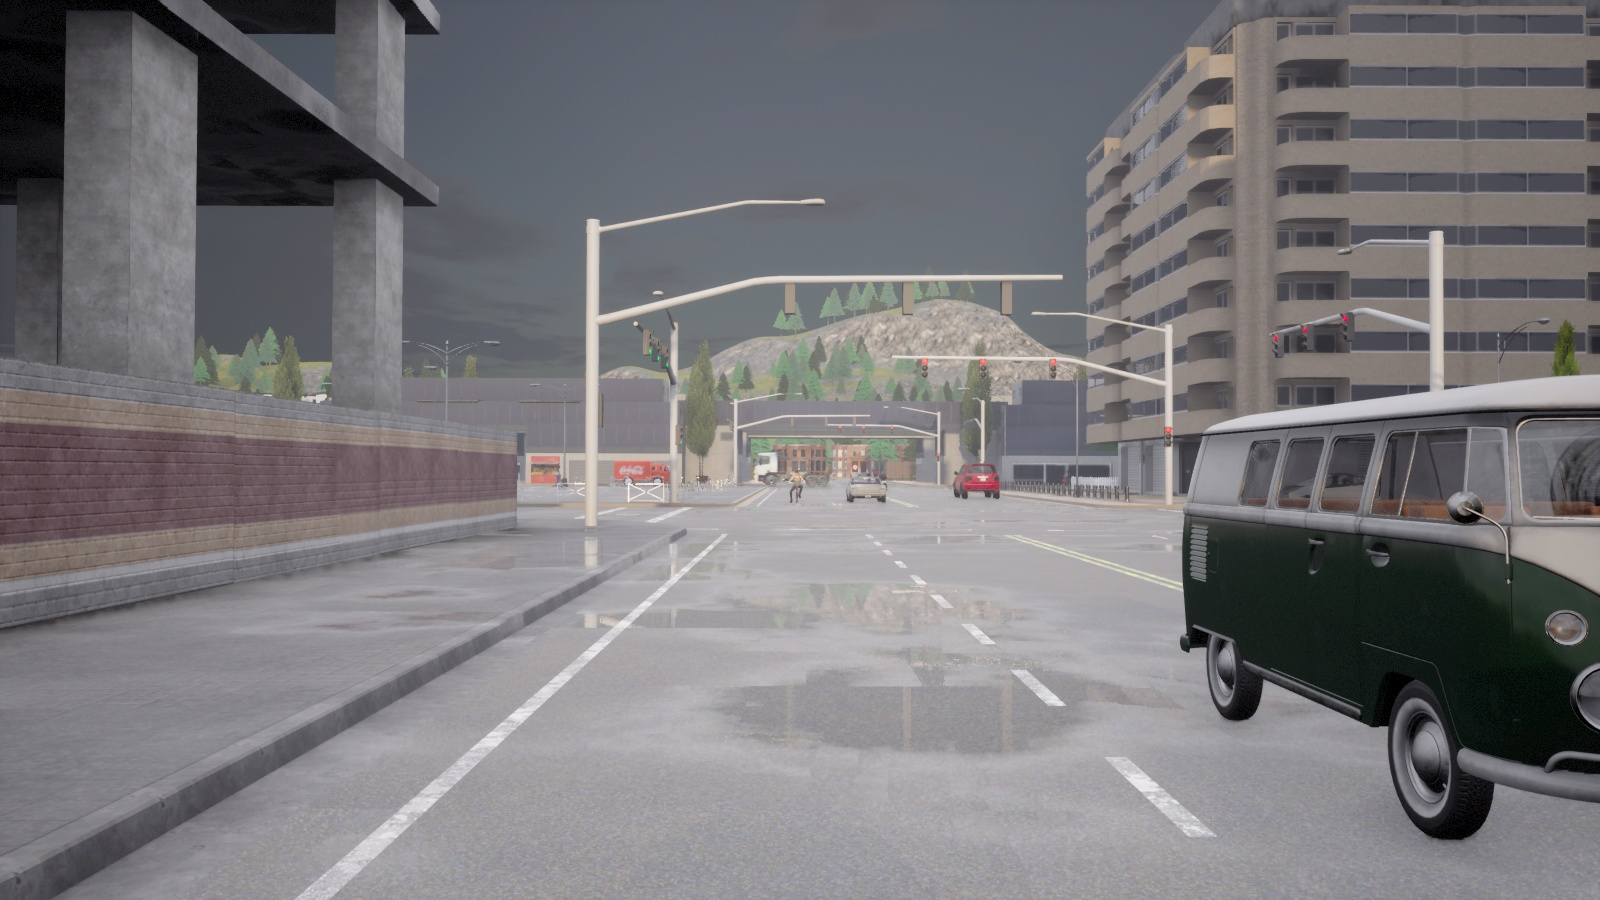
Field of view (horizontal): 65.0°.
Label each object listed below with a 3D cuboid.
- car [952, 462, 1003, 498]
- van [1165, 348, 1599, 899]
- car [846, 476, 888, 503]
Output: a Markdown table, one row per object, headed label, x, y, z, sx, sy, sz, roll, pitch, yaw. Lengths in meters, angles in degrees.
| label | x | y | z | sx | sy | sz | roll | pitch | yaw |
| --- | --- | --- | --- | --- | --- | --- | --- | --- | --- |
| car | 10.339 | 1.725 | 73.607 | 2.150 | 2.045 | 5.566 | 0 | -1 | 0 |
| van | 3.485 | 0.665 | 6.680 | 1.775 | 1.987 | 4.442 | 0 | -1 | 0 |
| car | 3.361 | 1.973 | 63.964 | 1.895 | 1.301 | 4.718 | 0 | -1 | 0 |
